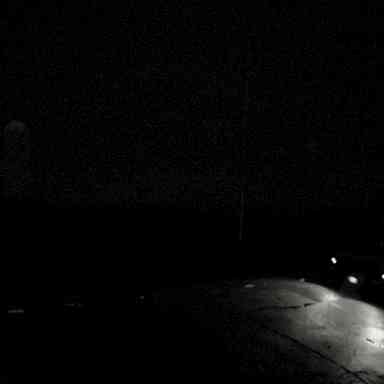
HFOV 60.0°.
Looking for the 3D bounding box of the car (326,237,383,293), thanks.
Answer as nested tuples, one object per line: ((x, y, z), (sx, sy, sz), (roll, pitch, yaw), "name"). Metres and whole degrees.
((6.229, 1.811, 9.030), (5.357, 1.411, 2.033), (3, 3, -26), "car")
